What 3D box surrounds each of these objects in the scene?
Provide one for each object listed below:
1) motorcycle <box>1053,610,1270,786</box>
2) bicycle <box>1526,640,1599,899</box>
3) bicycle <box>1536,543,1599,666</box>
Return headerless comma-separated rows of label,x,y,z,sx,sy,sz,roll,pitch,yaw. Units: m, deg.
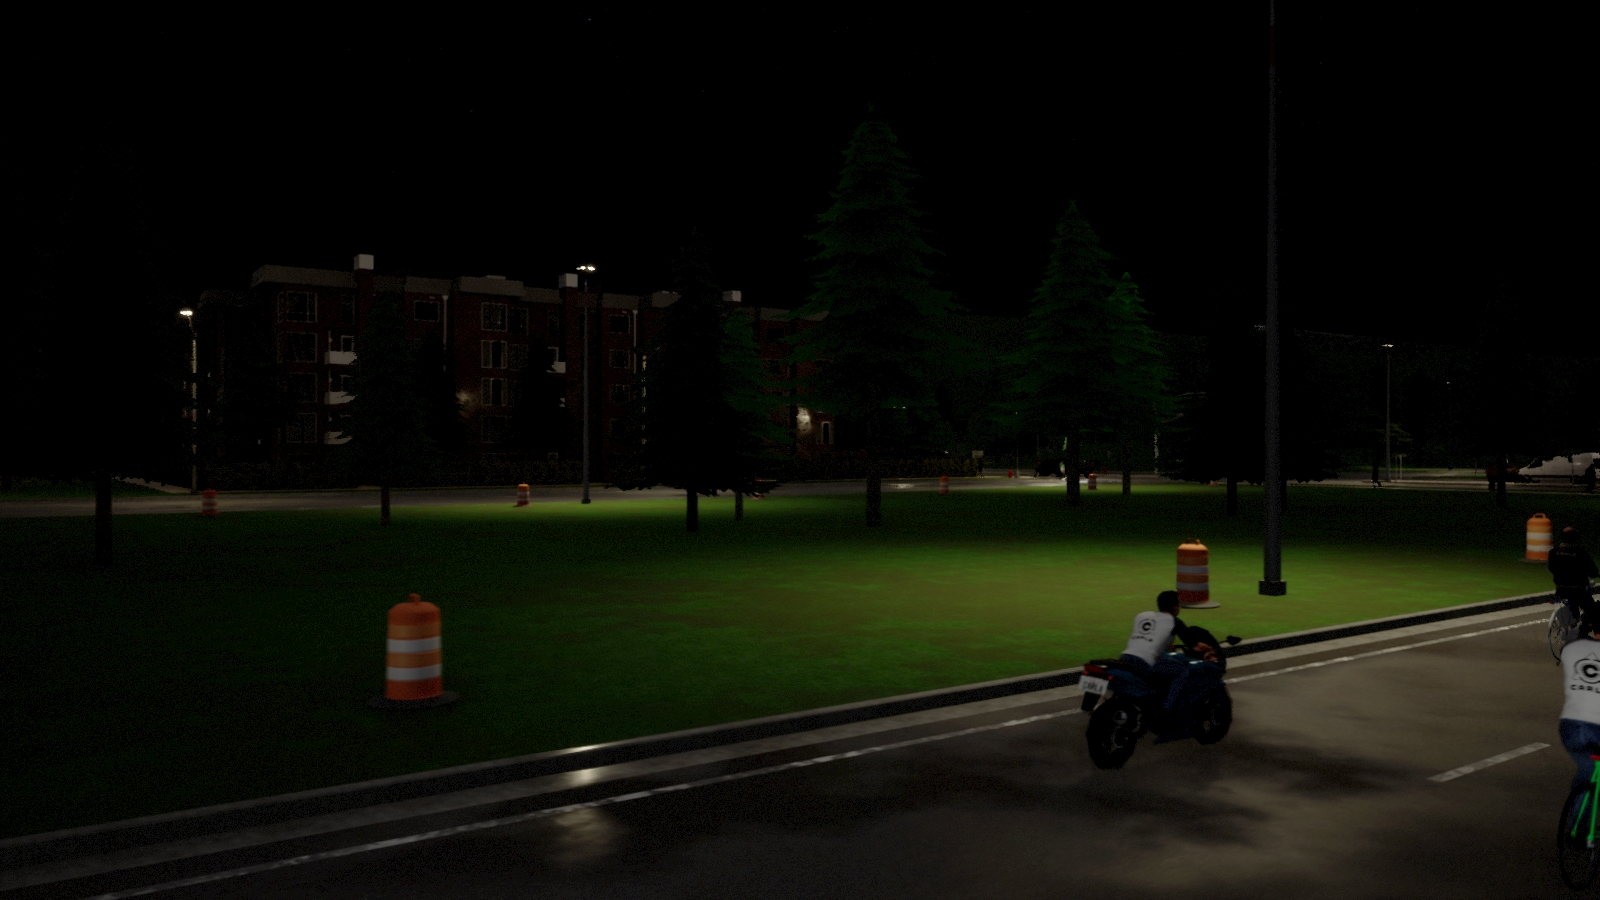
motorcycle,3.308,2.184,10.373,2.033,1.199,0.803,0,0,-35
bicycle,5.376,2.054,7.547,1.643,1.496,0.373,0,0,-35
bicycle,10.551,2.055,15.451,1.835,1.471,0.329,-1,1,-35
